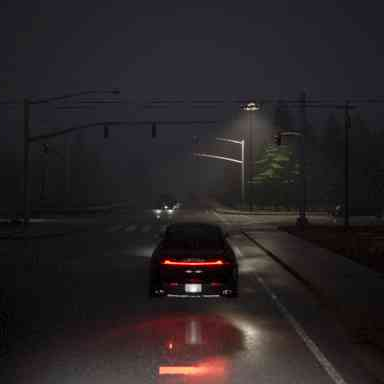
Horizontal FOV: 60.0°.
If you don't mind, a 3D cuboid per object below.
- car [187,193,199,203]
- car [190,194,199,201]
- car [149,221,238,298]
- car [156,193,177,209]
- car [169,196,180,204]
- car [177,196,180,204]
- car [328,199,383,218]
[{"bbox_3d":[0.222,1.217,66.792,2.150,2.045,5.566,0,-1,2],"label":"car"},{"bbox_3d":[0.574,1.355,80.928,2.097,1.767,4.553,0,0,2],"label":"car"},{"bbox_3d":[0.048,1.501,8.502,1.837,1.490,4.892,0,0,1],"label":"car"},{"bbox_3d":[-3.594,1.221,45.912,2.150,2.045,5.566,0,0,0],"label":"car"},{"bbox_3d":[-3.419,1.505,65.911,1.837,1.490,4.892,0,0,1],"label":"car"},{"bbox_3d":[-3.561,1.564,55.841,1.994,1.385,4.181,0,0,0],"label":"car"},{"bbox_3d":[14.588,1.379,29.638,4.553,1.767,2.097,0,0,1],"label":"car"}]
